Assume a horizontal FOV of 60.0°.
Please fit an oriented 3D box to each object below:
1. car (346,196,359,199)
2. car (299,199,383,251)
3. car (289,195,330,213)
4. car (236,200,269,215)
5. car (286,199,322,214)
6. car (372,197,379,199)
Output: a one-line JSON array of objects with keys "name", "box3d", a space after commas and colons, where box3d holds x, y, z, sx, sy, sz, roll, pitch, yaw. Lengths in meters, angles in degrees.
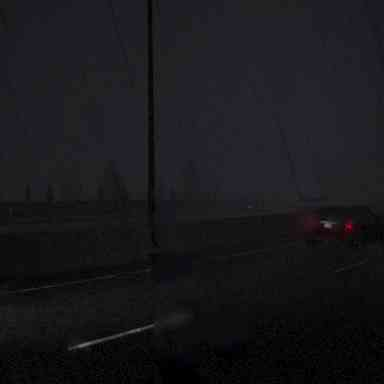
[{"name": "car", "box3d": [32.281, 1.623, 66.876, 1.882, 1.535, 5.008, 0, -1, 39]}, {"name": "car", "box3d": [6.876, 1.355, 14.447, 4.553, 1.767, 2.097, 0, 0, -43]}, {"name": "car", "box3d": [10.342, 1.253, 28.699, 2.150, 2.045, 5.566, 0, 0, 40]}, {"name": "car", "box3d": [6.497, 1.578, 35.052, 1.812, 1.442, 4.674, 0, 0, 39]}, {"name": "car", "box3d": [12.487, 1.538, 36.889, 2.128, 1.511, 4.902, 0, 0, 39]}, {"name": "car", "box3d": [37.871, 1.806, 68.233, 2.033, 1.411, 5.357, 0, -2, 39]}]
